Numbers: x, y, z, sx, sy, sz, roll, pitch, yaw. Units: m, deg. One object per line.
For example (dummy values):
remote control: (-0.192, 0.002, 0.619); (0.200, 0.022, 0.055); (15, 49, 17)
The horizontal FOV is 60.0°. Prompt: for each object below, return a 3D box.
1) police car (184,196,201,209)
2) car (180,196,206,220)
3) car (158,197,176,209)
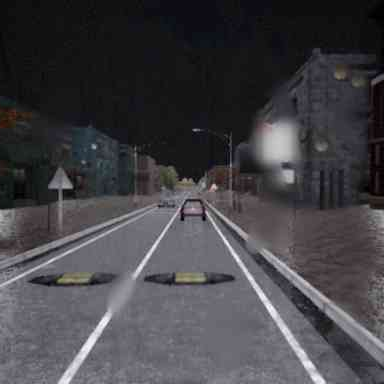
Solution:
police car: (0.079, 1.277, 43.192); (2.038, 1.542, 4.974); (0, 0, 0)
car: (0.091, 1.314, 26.463); (2.033, 1.649, 4.856); (0, 0, 0)
car: (-3.099, 1.354, 41.487); (1.994, 1.385, 4.181); (0, 0, 0)
